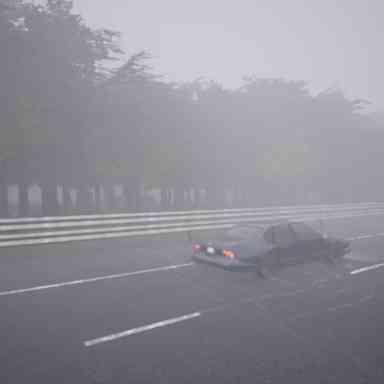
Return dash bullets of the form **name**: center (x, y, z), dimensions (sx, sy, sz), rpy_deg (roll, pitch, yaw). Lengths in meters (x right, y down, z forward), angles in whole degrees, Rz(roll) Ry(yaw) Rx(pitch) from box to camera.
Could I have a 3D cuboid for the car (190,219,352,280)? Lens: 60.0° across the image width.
- **car**: center (2.537, 1.525, 9.925), dimensions (5.357, 1.411, 2.033), rpy_deg (0, 0, -35)
